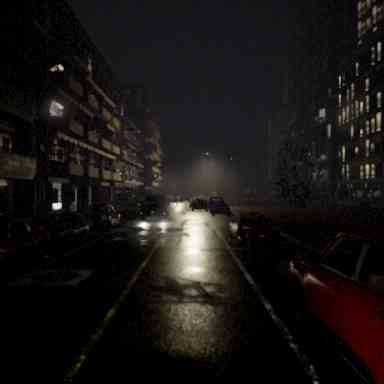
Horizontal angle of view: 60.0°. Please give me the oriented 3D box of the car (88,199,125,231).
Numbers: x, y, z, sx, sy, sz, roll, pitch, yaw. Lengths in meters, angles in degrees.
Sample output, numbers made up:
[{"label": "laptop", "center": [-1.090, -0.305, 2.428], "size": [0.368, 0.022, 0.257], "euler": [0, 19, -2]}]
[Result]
[{"label": "car", "center": [-5.697, 1.459, 20.536], "size": [1.967, 1.590, 4.097], "euler": [0, 0, 0]}]

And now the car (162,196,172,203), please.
[{"label": "car", "center": [-5.700, 1.667, 75.803], "size": [2.008, 1.369, 4.403], "euler": [0, 0, 0]}]

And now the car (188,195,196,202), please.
[{"label": "car", "center": [-0.005, 1.429, 74.611], "size": [1.837, 1.490, 4.892], "euler": [0, 0, 0]}]

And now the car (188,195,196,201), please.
[{"label": "car", "center": [-0.005, 1.551, 89.760], "size": [2.128, 1.511, 4.902], "euler": [0, 0, 0]}]

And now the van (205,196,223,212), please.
[{"label": "van", "center": [2.682, 1.381, 37.116], "size": [1.690, 1.788, 3.998], "euler": [0, 0, 0]}]

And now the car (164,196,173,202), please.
[{"label": "car", "center": [-5.701, 1.681, 81.329], "size": [2.008, 1.369, 4.403], "euler": [0, 0, 0]}]

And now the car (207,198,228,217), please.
[{"label": "car", "center": [2.683, 1.557, 31.760], "size": [1.752, 1.417, 4.829], "euler": [0, 0, 0]}]

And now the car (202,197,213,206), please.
[{"label": "car", "center": [2.680, 1.606, 59.393], "size": [1.752, 1.417, 4.829], "euler": [0, 0, 0]}]

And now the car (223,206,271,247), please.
[{"label": "car", "center": [2.684, 1.558, 15.010], "size": [1.887, 1.381, 4.507], "euler": [0, 0, 0]}]

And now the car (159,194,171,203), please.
[{"label": "car", "center": [-5.702, 1.419, 70.276], "size": [2.192, 1.841, 5.009], "euler": [0, 0, 0]}]

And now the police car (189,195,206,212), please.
[{"label": "police car", "center": [0.897, 1.470, 40.224], "size": [1.930, 1.638, 5.238], "euler": [0, 0, 0]}]

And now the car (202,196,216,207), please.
[{"label": "car", "center": [2.680, 1.509, 53.696], "size": [1.967, 1.590, 4.097], "euler": [0, 0, 0]}]

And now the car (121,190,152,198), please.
[{"label": "car", "center": [-8.744, 0.732, 52.580], "size": [2.150, 2.045, 5.566], "euler": [3, 21, 46]}]

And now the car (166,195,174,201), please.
[{"label": "car", "center": [-5.702, 1.585, 86.855], "size": [1.967, 1.590, 4.097], "euler": [0, 0, 0]}]

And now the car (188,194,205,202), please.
[{"label": "car", "center": [0.757, 1.414, 50.127], "size": [2.097, 1.767, 4.553], "euler": [0, 0, 3]}]

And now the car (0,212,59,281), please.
[{"label": "car", "center": [-5.696, 1.448, 9.483], "size": [1.967, 1.590, 4.097], "euler": [0, 0, 0]}]

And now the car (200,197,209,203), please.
[{"label": "car", "center": [2.679, 1.686, 70.276], "size": [1.802, 1.307, 4.206], "euler": [0, 0, 0]}]

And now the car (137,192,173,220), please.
[{"label": "car", "center": [-3.100, 1.250, 28.983], "size": [2.150, 2.045, 5.566], "euler": [0, 0, 0]}]

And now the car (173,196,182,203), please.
[{"label": "car", "center": [-3.006, 1.608, 70.060], "size": [2.128, 1.511, 4.902], "euler": [0, 0, 0]}]

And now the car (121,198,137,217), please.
[{"label": "car", "center": [-5.697, 1.557, 31.420], "size": [1.752, 1.417, 4.829], "euler": [0, 0, 0]}]

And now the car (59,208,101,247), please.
[{"label": "car", "center": [-5.696, 1.595, 15.010], "size": [1.802, 1.307, 4.206], "euler": [0, 0, 0]}]

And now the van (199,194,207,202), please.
[{"label": "van", "center": [2.678, 1.472, 81.330], "size": [1.690, 1.788, 3.998], "euler": [0, 0, 0]}]

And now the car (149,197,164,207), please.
[{"label": "car", "center": [-5.699, 1.614, 53.696], "size": [1.887, 1.381, 4.507], "euler": [0, 0, 0]}]

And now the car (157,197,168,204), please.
[{"label": "car", "center": [-5.700, 1.617, 64.580], "size": [1.752, 1.417, 4.829], "euler": [0, 0, 0]}]

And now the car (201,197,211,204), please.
[{"label": "car", "center": [2.680, 1.674, 64.750], "size": [1.802, 1.307, 4.206], "euler": [0, 0, 0]}]

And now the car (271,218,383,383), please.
[{"label": "car", "center": [2.684, 1.318, 3.956], "size": [2.192, 1.841, 5.009], "euler": [0, 0, 0]}]
